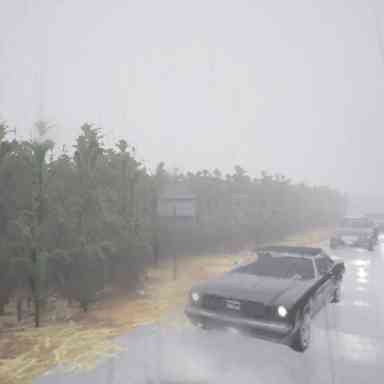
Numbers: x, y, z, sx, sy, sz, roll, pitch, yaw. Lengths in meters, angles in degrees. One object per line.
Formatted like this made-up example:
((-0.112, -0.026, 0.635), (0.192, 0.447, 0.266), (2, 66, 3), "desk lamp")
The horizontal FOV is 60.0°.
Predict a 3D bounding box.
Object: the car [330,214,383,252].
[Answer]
((8.374, 2.082, 16.983), (2.128, 1.511, 4.902), (-2, -3, 33), "car")

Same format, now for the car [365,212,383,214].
((14.446, 2.379, 26.315), (1.837, 1.490, 4.892), (-2, -3, 33), "car")

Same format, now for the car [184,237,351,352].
((1.822, 1.845, 6.866), (1.895, 1.301, 4.718), (-2, -3, 33), "car")
